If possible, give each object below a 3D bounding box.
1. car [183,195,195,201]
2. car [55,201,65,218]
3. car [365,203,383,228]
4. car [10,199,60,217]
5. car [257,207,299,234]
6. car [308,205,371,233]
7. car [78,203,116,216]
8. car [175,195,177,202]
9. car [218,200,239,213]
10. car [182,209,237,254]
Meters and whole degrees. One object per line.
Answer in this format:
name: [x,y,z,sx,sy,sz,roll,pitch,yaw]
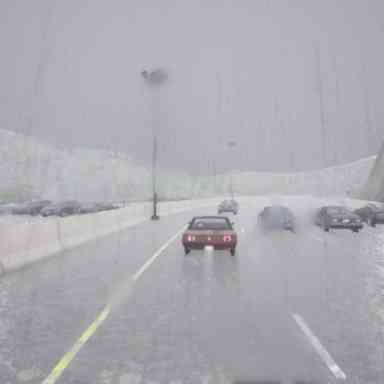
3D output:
car: [-0.150,1.328,69.737,2.097,1.767,4.553,0,0,21]
car: [-11.472,1.475,29.679,1.837,1.490,4.892,0,0,10]
car: [12.370,1.512,22.381,2.128,1.511,4.902,0,0,8]
car: [-14.702,1.468,31.551,1.837,1.490,4.892,0,0,10]
car: [4.865,1.553,19.324,2.033,1.411,5.357,0,0,7]
car: [8.476,1.560,20.020,2.033,1.411,5.357,0,0,7]
car: [-8.081,1.578,28.909,1.895,1.301,4.718,0,0,9]
car: [-3.349,1.332,71.171,2.097,1.767,4.553,0,0,21]
car: [3.848,1.548,34.612,2.033,1.411,5.357,0,0,12]
car: [0.770,1.599,13.435,1.895,1.301,4.718,0,0,5]
